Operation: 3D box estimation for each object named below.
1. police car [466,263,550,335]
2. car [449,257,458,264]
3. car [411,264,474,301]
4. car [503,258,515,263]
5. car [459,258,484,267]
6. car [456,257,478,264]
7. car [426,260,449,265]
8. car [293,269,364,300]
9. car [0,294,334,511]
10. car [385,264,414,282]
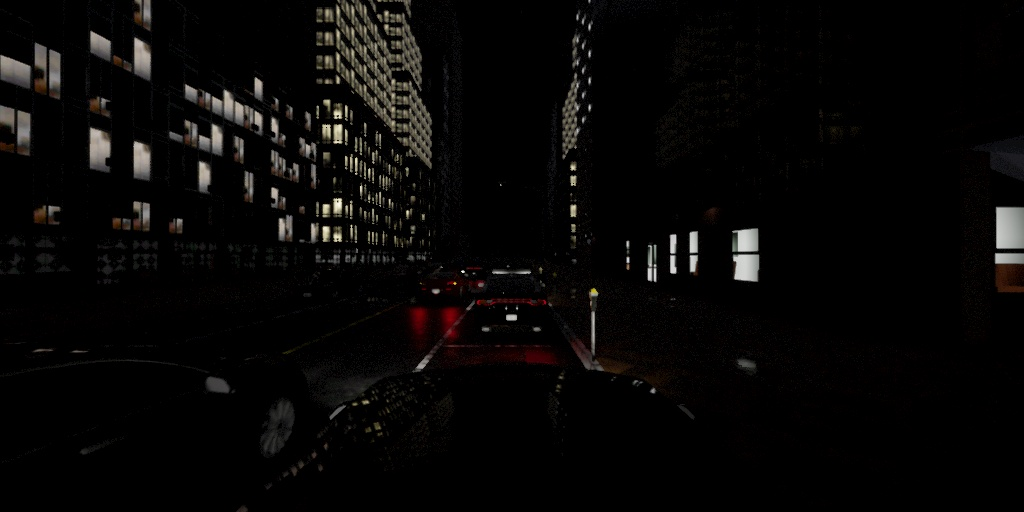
[{"bbox_3d":[-0.012,1.174,10.609,1.930,1.638,5.238,0,0,0],"label":"police car"},{"bbox_3d":[-8.836,1.273,51.803,1.888,1.381,4.507,0,0,0],"label":"car"},{"bbox_3d":[-3.140,1.273,17.161,1.812,1.442,4.674,0,0,0],"label":"car"},{"bbox_3d":[-0.455,1.298,46.099,1.948,1.339,4.313,0,0,0],"label":"car"},{"bbox_3d":[-3.141,1.234,32.088,2.128,1.511,4.902,0,0,0],"label":"car"},{"bbox_3d":[-6.147,1.276,50.543,2.033,1.411,5.357,0,0,0],"label":"car"},{"bbox_3d":[-8.836,1.286,40.419,2.007,1.370,4.403,0,0,0],"label":"car"},{"bbox_3d":[-8.836,1.313,17.650,1.948,1.339,4.313,0,0,0],"label":"car"},{"bbox_3d":[-3.146,1.256,1.964,1.837,1.490,4.892,0,0,0],"label":"car"},{"bbox_3d":[-8.835,1.324,29.033,1.802,1.307,4.207,0,0,0],"label":"car"}]
